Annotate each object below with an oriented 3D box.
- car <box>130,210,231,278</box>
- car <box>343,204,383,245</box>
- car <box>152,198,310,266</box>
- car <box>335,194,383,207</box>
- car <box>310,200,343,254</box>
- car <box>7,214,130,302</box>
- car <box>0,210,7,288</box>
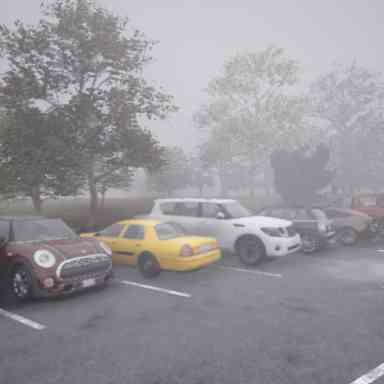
[{"bbox_3d":[-1.742,1.489,10.163,5.366,1.575,1.946,-1,0,35],"label":"car"},{"bbox_3d":[5.734,1.456,15.154,4.792,1.488,2.163,-1,0,35],"label":"car"},{"bbox_3d":[0.883,1.227,11.756,5.566,2.045,2.435,-1,-1,35],"label":"car"},{"bbox_3d":[8.189,1.134,16.826,5.566,2.045,2.435,-1,0,36],"label":"car"},{"bbox_3d":[3.329,1.332,13.442,4.553,1.767,2.185,-1,0,35],"label":"car"},{"bbox_3d":[-4.039,1.365,8.373,4.553,1.767,2.185,-1,-1,35],"label":"car"},{"bbox_3d":[-6.410,1.233,6.625,5.566,2.045,2.435,-1,-1,34],"label":"car"}]
